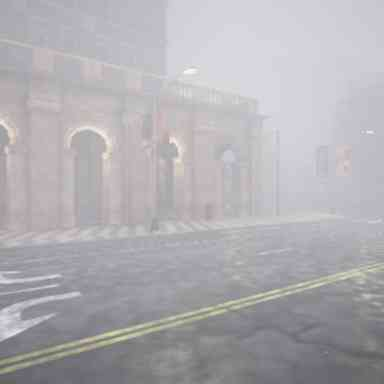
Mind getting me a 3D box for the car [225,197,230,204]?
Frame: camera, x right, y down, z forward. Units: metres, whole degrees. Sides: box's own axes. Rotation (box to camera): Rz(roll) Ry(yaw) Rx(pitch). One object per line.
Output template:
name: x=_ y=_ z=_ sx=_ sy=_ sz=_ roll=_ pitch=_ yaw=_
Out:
car: x=3.251 y=1.600 z=51.880 sx=1.895 sy=1.301 sz=4.718 roll=0 pitch=0 yaw=-36
